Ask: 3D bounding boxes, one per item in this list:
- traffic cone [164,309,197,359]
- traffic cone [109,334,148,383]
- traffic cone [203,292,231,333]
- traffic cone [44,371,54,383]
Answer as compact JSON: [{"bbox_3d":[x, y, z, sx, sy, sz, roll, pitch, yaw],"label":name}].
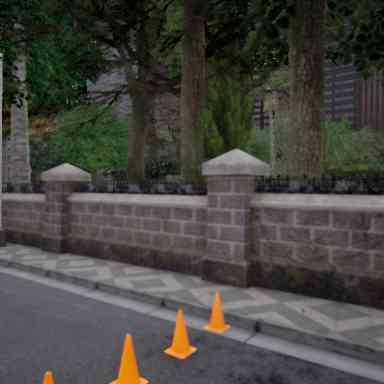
[{"bbox_3d":[-0.166,1.958,4.703,0.340,0.580,0.340,0,0,36],"label":"traffic cone"},{"bbox_3d":[-0.746,1.958,3.889,0.340,0.580,0.340,0,0,35],"label":"traffic cone"},{"bbox_3d":[0.415,1.958,5.517,0.340,0.580,0.340,0,0,35],"label":"traffic cone"},{"bbox_3d":[-1.327,1.958,3.075,0.340,0.580,0.340,0,0,36],"label":"traffic cone"}]
